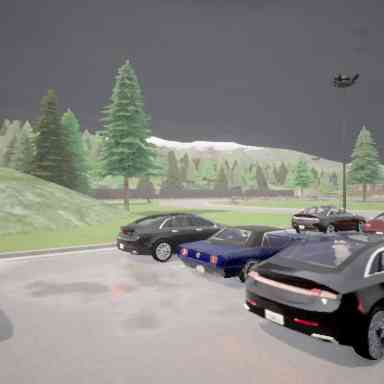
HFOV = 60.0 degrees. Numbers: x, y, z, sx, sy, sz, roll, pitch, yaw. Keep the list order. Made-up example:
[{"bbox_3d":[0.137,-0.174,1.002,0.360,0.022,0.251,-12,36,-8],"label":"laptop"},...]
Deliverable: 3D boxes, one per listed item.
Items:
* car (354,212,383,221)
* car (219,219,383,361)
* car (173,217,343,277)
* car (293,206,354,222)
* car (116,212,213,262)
[{"bbox_3d":[9.442,1.526,14.759,4.674,1.442,1.812,0,0,-35],"label":"car"},{"bbox_3d":[3.095,1.492,5.947,4.902,1.511,2.128,0,0,-35],"label":"car"},{"bbox_3d":[2.022,1.601,9.478,4.718,1.301,1.895,0,0,-35],"label":"car"},{"bbox_3d":[7.299,1.491,17.530,4.902,1.511,2.128,0,0,-35],"label":"car"},{"bbox_3d":[-0.290,1.505,12.129,4.892,1.490,1.837,0,0,-35],"label":"car"}]
